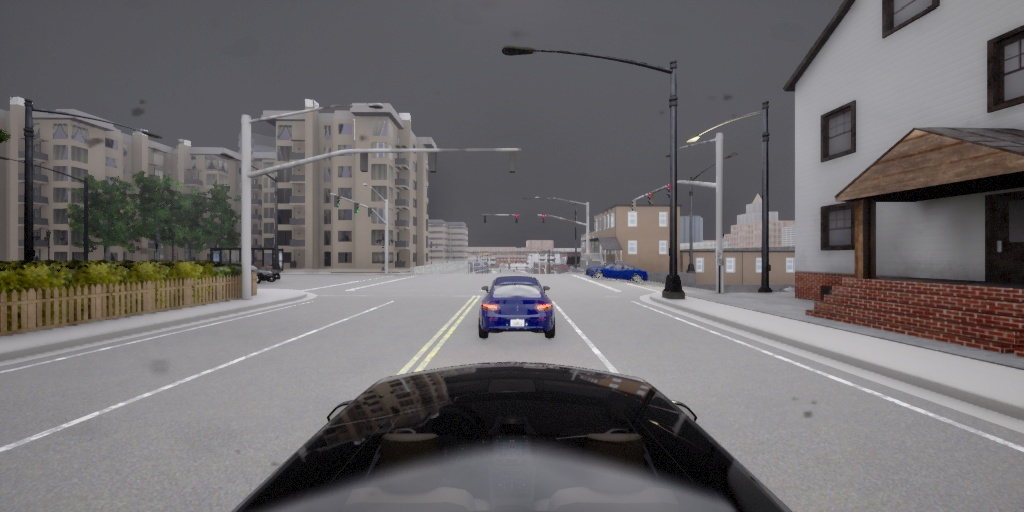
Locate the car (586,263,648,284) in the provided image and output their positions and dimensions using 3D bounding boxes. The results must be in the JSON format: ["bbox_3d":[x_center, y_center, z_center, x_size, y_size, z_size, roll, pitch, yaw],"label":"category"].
[{"bbox_3d":[8.670,1.314,29.780,5.008,1.535,1.882,6,0,1],"label":"car"}]

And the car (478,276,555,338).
[{"bbox_3d":[0.110,1.276,10.013,1.812,1.442,4.674,0,0,0],"label":"car"}]

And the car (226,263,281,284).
[{"bbox_3d":[-19.814,1.255,26.510,4.892,1.490,1.837,0,0,1],"label":"car"}]

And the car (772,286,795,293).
[{"bbox_3d":[23.189,3.268,29.648,4.553,1.767,2.097,9,0,0],"label":"car"}]
